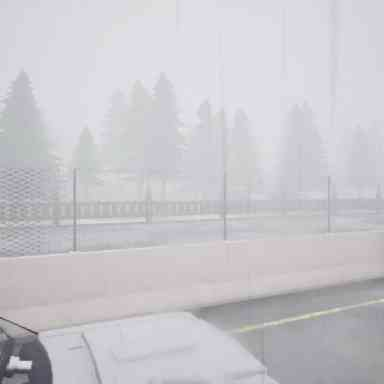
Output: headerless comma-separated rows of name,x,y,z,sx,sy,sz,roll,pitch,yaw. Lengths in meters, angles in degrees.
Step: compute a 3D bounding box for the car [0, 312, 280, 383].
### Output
car,-1.611,1.601,2.237,4.718,1.301,1.895,0,0,-25
